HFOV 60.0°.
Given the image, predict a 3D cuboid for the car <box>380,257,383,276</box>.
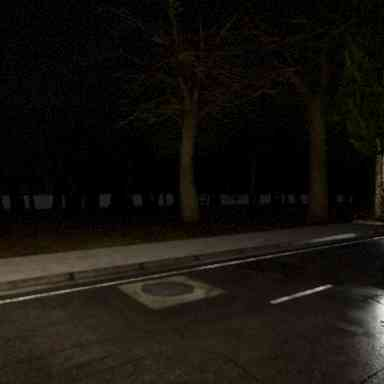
[{"bbox_3d":[7.096,1.517,8.742,5.357,1.411,2.033,0,0,-35],"label":"car"}]
